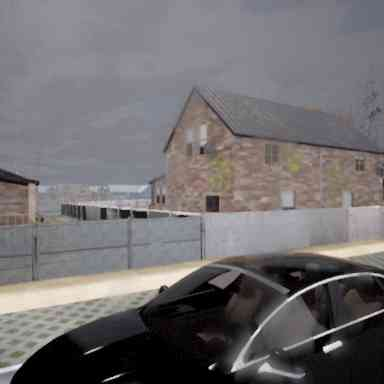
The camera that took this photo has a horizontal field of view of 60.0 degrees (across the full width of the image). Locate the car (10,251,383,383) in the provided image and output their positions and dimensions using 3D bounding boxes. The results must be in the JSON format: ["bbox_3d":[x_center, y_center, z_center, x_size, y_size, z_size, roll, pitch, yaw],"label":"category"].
[{"bbox_3d":[0.773,1.500,3.541,4.892,1.490,1.837,0,0,-31],"label":"car"}]
